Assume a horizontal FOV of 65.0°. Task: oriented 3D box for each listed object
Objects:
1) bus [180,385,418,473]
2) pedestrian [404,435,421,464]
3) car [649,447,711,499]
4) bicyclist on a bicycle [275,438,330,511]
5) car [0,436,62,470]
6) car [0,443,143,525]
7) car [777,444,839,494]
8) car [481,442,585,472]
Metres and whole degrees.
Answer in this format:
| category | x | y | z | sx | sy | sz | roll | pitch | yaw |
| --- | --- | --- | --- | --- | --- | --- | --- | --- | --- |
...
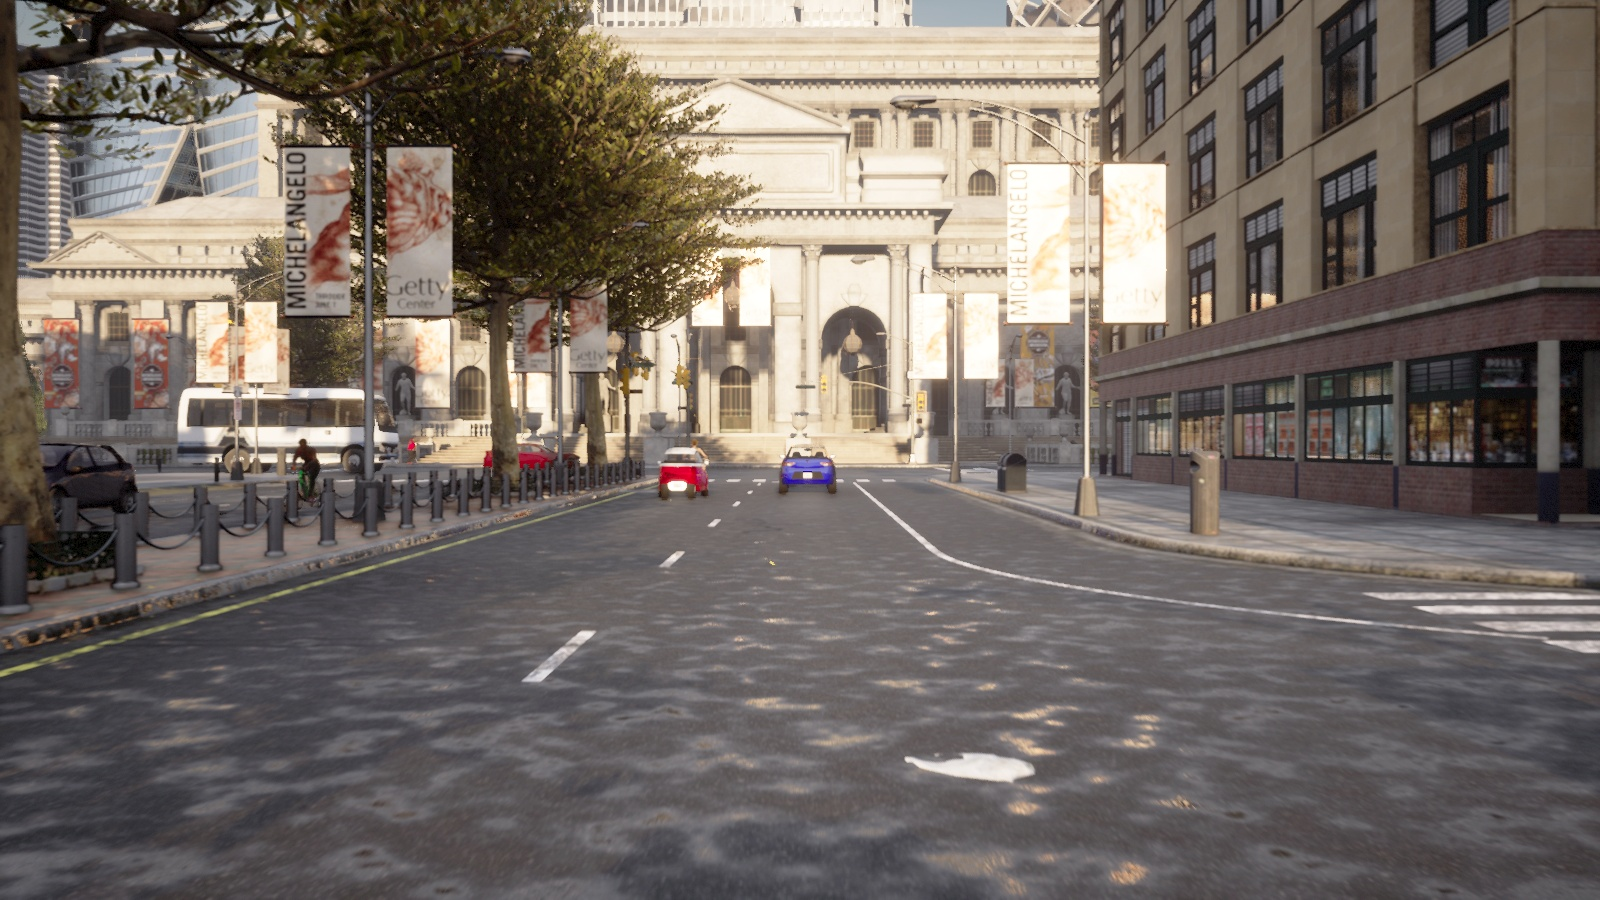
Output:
| category | x | y | z | sx | sy | sz | roll | pitch | yaw |
| --- | --- | --- | --- | --- | --- | --- | --- | --- | --- |
| bus | -24.747 | -0.984 | 62.596 | 10.273 | 4.253 | 3.944 | 0 | -1 | -3 |
| pedestrian | -24.551 | -0.039 | 79.559 | 0.899 | 1.844 | 0.634 | 0 | 0 | 1 |
| car | -3.288 | 0.614 | 34.696 | 1.481 | 1.376 | 2.207 | 0 | 1 | 0 |
| bicyclist on a bicycle | -11.323 | 0.538 | 28.623 | 0.582 | 1.620 | 1.656 | 0 | 1 | 0 |
| car | -43.448 | 0.162 | 69.015 | 4.605 | 1.855 | 1.932 | 0 | 0 | 0 |
| car | -14.845 | 0.617 | 24.772 | 1.845 | 1.501 | 3.633 | 0 | 0 | 0 |
| car | 0.237 | 0.553 | 39.094 | 1.816 | 1.474 | 4.193 | 0 | 0 | 0 |
| car | -13.827 | 0.366 | 65.252 | 5.008 | 1.535 | 1.882 | 0 | 0 | 1 |
